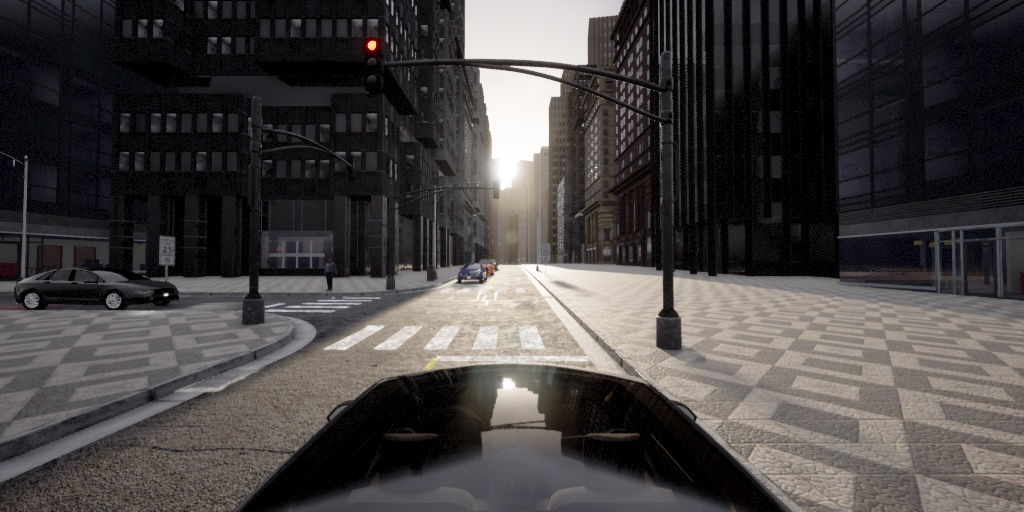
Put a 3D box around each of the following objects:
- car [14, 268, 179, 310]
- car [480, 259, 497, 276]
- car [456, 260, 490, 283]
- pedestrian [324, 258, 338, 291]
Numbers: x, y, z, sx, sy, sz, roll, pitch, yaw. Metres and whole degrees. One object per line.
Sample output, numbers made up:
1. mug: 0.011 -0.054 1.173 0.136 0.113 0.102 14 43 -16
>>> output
1. car: -15.342 1.191 13.401 4.892 1.490 1.837 0 -1 0
2. car: -3.018 1.137 38.270 2.097 1.767 4.553 0 0 0
3. car: -3.043 1.289 28.264 1.812 1.442 4.674 0 0 2
4. pedestrian: -9.967 0.974 19.623 0.375 1.860 0.375 0 -1 0
